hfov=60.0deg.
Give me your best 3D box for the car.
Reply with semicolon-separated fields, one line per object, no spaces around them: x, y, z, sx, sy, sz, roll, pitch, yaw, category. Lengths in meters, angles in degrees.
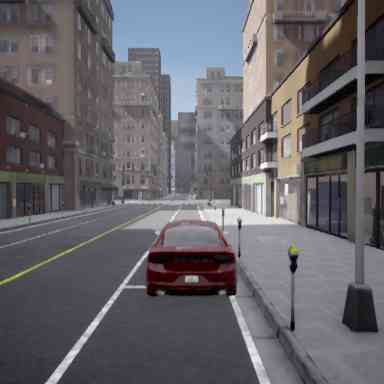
-0.006;1.465;8.652;1.882;1.535;5.008;0;0;0;car
